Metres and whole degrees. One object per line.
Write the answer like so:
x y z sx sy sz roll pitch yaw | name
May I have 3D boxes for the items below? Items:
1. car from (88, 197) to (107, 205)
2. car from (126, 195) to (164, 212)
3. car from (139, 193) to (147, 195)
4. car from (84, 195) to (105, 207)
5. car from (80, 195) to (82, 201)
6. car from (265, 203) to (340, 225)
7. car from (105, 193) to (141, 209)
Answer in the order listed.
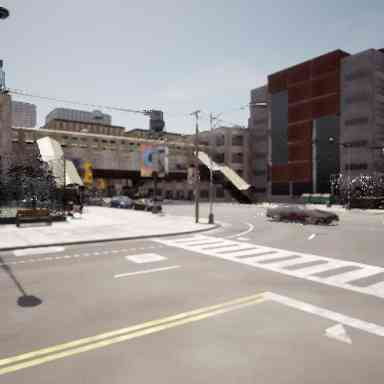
-16.996 1.553 59.645 1.994 1.385 4.181 0 0 -34 | car
-5.133 1.470 37.614 2.097 1.535 5.008 0 0 -35 | car
-12.090 1.209 76.473 2.435 2.045 5.566 0 0 -35 | car
-15.081 1.472 51.647 2.231 1.521 4.892 0 0 -25 | car
-21.246 1.342 65.906 2.097 1.767 4.553 0 0 -35 | car
7.778 1.535 24.046 2.033 1.411 5.357 0 0 -36 | car
-8.932 1.345 42.799 2.185 1.767 4.553 0 0 -35 | car
